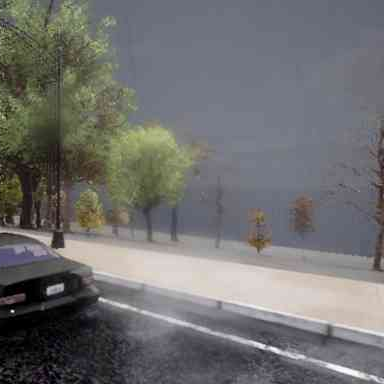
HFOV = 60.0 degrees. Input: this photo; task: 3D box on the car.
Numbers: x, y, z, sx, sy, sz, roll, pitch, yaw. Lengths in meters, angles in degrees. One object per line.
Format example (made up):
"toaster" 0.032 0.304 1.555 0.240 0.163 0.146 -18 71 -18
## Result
"car" -4.136 1.536 6.592 5.357 1.411 2.033 0 0 36
